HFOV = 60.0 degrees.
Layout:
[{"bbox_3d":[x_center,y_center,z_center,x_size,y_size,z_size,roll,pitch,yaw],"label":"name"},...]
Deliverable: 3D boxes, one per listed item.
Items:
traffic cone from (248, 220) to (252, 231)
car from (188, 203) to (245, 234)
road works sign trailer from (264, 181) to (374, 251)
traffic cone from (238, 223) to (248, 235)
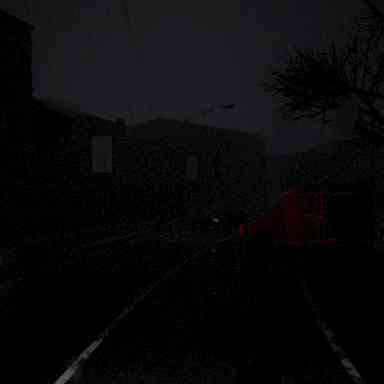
[{"bbox_3d":[3.406,1.946,19.525,0.340,0.580,0.340,1,0,23],"label":"traffic cone"},{"bbox_3d":[1.553,1.451,19.609,1.882,1.535,5.008,0,0,28],"label":"car"},{"bbox_3d":[4.691,0.942,12.357,2.880,2.380,3.560,-2,-2,-45],"label":"road works sign trailer"},{"bbox_3d":[2.625,1.945,17.684,0.340,0.580,0.340,1,0,23],"label":"traffic cone"}]
